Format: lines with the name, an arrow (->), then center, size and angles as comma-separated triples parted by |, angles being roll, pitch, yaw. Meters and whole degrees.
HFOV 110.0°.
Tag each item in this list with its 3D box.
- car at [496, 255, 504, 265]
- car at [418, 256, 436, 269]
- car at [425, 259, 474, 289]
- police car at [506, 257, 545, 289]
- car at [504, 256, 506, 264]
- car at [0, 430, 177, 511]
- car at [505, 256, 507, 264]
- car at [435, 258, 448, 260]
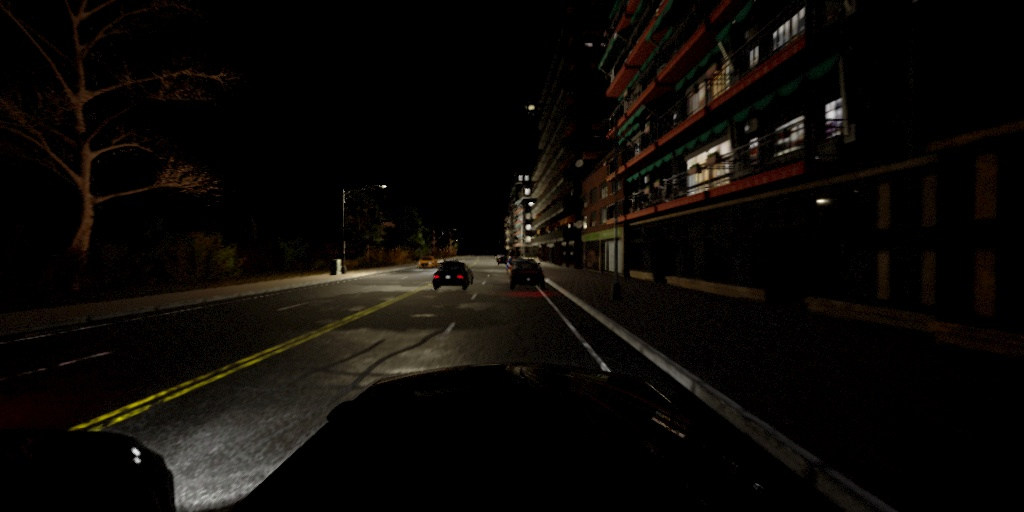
car -> -1.375, 0.732, 56.704 | 2.033, 1.411, 5.357 | 0, 1, -3
car -> -10.718, 0.780, 46.045 | 1.882, 1.535, 5.008 | 0, 1, -2
car -> -3.318, 1.098, 20.866 | 2.033, 1.411, 5.357 | 0, 1, -1
police car -> 0.806, 0.967, 21.088 | 1.930, 1.638, 5.238 | 0, 1, -1
car -> 0.407, 0.855, 37.058 | 1.882, 1.535, 5.008 | 0, 1, -2
car -> -3.162, 1.331, 0.550 | 1.994, 1.385, 4.181 | 0, 1, 0
car -> 0.579, 0.892, 31.219 | 1.801, 1.575, 5.366 | 0, 1, -2
car -> -7.325, 0.940, 41.863 | 1.895, 1.301, 4.718 | 0, 1, -2
